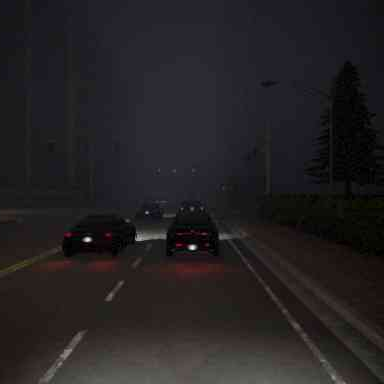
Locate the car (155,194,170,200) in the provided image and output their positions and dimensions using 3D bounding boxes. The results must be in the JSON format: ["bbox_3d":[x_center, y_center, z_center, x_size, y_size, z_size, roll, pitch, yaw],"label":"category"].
[{"bbox_3d":[-7.042,1.547,79.515,1.994,1.385,4.181,0,0,0],"label":"car"}]

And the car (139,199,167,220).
[{"bbox_3d":[-3.470,1.562,27.846,1.994,1.385,4.181,0,0,0],"label":"car"}]

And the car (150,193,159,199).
[{"bbox_3d":[-10.550,1.198,94.851,2.097,1.767,4.553,0,0,0],"label":"car"}]

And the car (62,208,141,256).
[{"bbox_3d":[-3.464,1.564,13.121,1.994,1.385,4.181,0,0,1],"label":"car"}]

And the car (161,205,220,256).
[{"bbox_3d":[0.035,1.505,13.069,1.837,1.490,4.892,0,0,1],"label":"car"}]

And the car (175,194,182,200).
[{"bbox_3d":[-3.549,1.544,91.724,1.994,1.385,4.181,0,0,0],"label":"car"}]

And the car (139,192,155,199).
[{"bbox_3d":[-10.542,1.219,79.484,2.150,2.045,5.566,0,0,0],"label":"car"}]

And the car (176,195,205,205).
[{"bbox_3d":[0.029,1.349,27.882,2.097,1.767,4.553,0,0,0],"label":"car"}]

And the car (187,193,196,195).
[{"bbox_3d":[-0.048,1.218,90.896,2.150,2.045,5.566,0,0,0],"label":"car"}]
